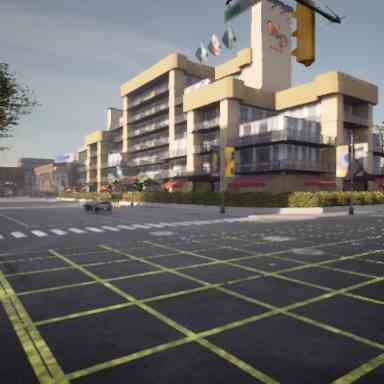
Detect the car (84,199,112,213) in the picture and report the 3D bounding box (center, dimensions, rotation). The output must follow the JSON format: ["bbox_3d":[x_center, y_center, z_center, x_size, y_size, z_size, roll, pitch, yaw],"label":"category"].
[{"bbox_3d":[-10.369,1.493,36.421,2.128,1.511,4.902,0,0,-36],"label":"car"}]
